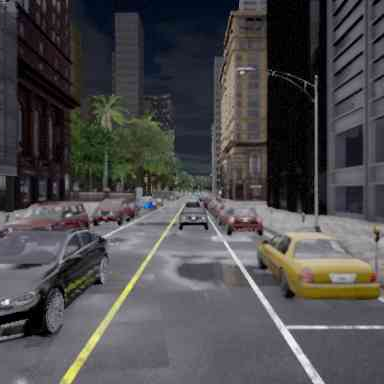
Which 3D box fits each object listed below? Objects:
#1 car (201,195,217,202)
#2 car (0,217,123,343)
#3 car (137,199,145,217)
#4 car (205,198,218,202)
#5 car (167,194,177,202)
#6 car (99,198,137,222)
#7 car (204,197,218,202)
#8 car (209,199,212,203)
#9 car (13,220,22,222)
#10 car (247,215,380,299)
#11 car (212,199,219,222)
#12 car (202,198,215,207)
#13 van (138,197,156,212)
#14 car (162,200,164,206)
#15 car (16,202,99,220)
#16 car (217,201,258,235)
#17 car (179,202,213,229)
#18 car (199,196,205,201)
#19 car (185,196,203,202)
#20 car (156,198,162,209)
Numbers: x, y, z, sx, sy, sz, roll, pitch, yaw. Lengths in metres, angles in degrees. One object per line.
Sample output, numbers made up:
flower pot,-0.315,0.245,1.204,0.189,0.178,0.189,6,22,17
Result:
car,2.765,1.467,46.213,2.192,1.841,5.009,0,0,0
car,-3.063,1.514,6.794,2.128,1.511,4.902,0,0,0
car,-5.761,1.641,29.950,1.887,1.381,4.507,0,0,0
car,2.765,1.665,35.361,2.008,1.369,4.403,0,0,0
car,-5.753,1.831,88.940,2.008,1.369,4.403,0,0,0
car,-5.763,1.392,24.525,2.192,1.841,5.009,0,0,0
car,2.765,1.659,40.957,1.752,1.417,4.829,0,0,0
car,2.763,1.640,29.937,1.887,1.381,4.507,0,0,0
car,-5.764,1.607,8.247,1.802,1.307,4.206,0,0,0
car,2.761,1.551,8.407,1.752,1.417,4.829,0,0,0
car,2.763,1.517,24.512,1.967,1.590,4.097,0,0,0
car,2.768,1.753,57.062,1.947,1.339,4.313,0,0,0
van,-5.761,1.475,40.803,1.690,1.788,3.998,0,0,0
car,-5.758,1.769,57.081,1.802,1.307,4.206,0,0,0
car,-5.764,1.357,13.673,2.192,1.841,5.009,0,0,0
car,2.762,1.499,19.087,1.967,1.590,4.097,0,0,0
car,0.104,1.617,22.302,2.033,1.411,5.357,0,0,0
car,2.773,1.821,94.510,1.752,1.417,4.829,0,0,0
car,0.106,1.624,44.691,1.882,1.535,5.008,0,0,0
car,-5.760,1.592,46.229,1.967,1.590,4.097,0,0,0
